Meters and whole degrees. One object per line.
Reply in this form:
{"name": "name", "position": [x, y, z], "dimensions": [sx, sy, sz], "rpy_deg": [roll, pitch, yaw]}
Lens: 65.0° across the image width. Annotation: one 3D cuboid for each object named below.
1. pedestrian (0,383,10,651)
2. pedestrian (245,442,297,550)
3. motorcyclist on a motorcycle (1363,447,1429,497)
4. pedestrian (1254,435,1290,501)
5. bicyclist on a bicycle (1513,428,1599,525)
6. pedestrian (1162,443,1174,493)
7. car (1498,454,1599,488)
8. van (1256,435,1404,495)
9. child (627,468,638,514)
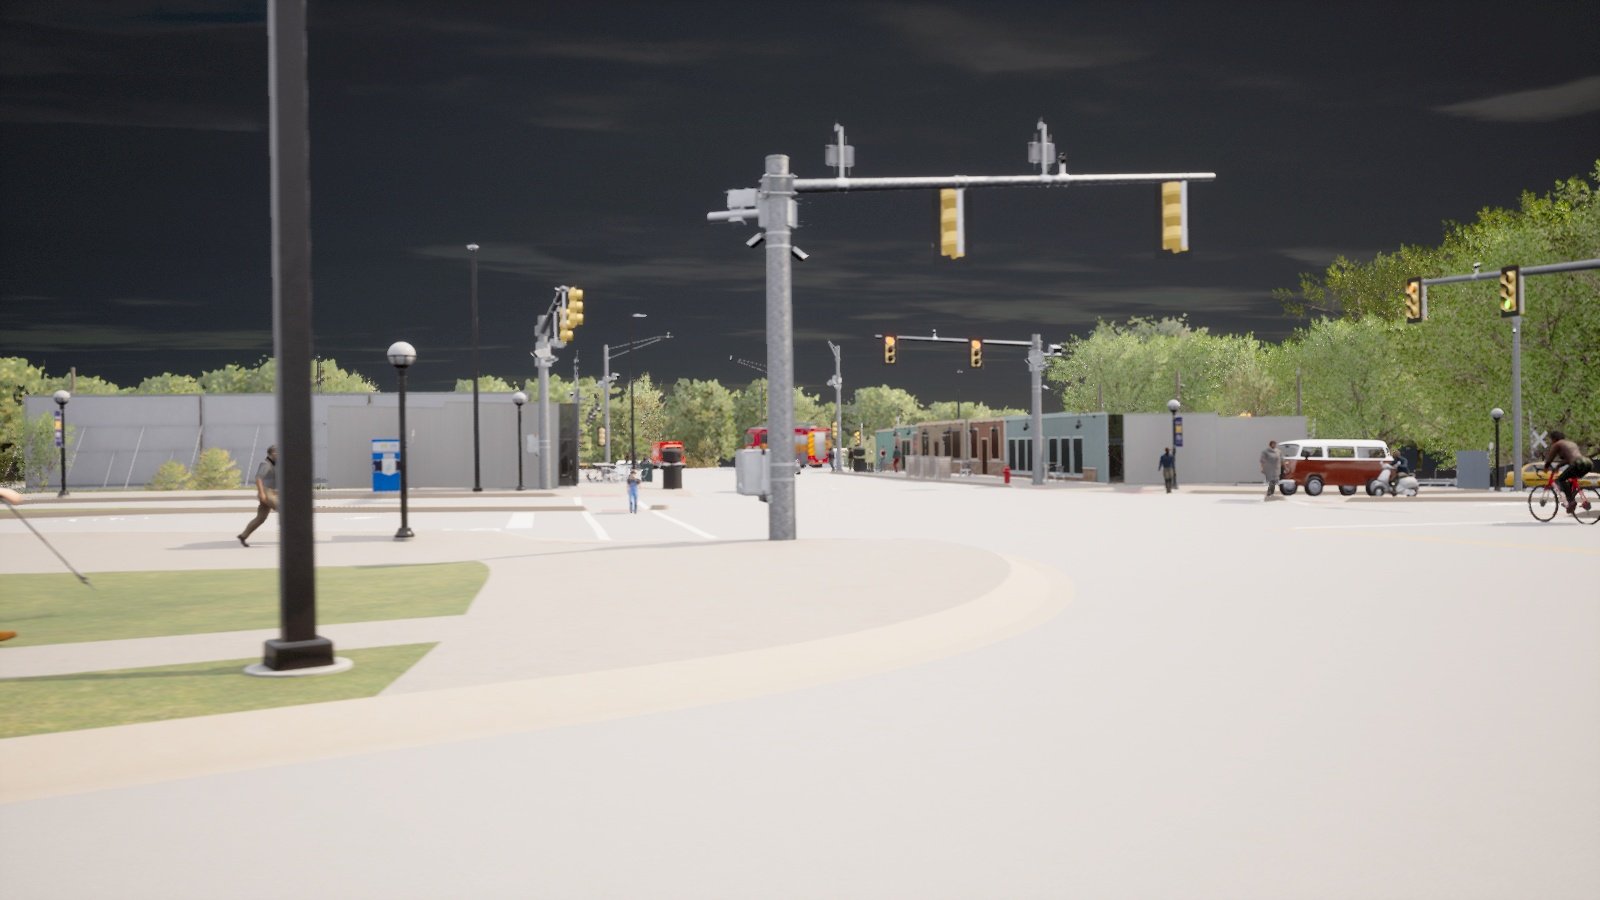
{"name": "pedestrian", "position": [-5.791, 0.467, 8.591], "dimensions": [0.594, 1.836, 0.345], "rpy_deg": [-1, 1, -36]}
{"name": "pedestrian", "position": [-9.303, 0.798, 22.099], "dimensions": [0.694, 1.848, 0.540], "rpy_deg": [-1, 1, -11]}
{"name": "motorcyclist on a motorcycle", "position": [19.471, 0.724, 41.047], "dimensions": [1.817, 1.590, 0.866], "rpy_deg": [1, -1, -16]}
{"name": "pedestrian", "position": [14.338, 0.541, 38.158], "dimensions": [0.659, 1.952, 0.873], "rpy_deg": [-1, 1, -9]}
{"name": "bicyclist on a bicycle", "position": [13.329, 0.433, 21.910], "dimensions": [0.582, 1.620, 1.656], "rpy_deg": [-1, 1, -11]}
{"name": "pedestrian", "position": [13.936, 0.677, 47.606], "dimensions": [0.370, 1.835, 0.726], "rpy_deg": [-1, 1, 13]}
{"name": "car", "position": [37.249, 1.073, 62.225], "dimensions": [1.801, 1.575, 5.366], "rpy_deg": [-2, -1, -7]}
{"name": "van", "position": [18.890, 0.557, 44.845], "dimensions": [4.480, 2.038, 2.069], "rpy_deg": [1, -2, -13]}
{"name": "child", "position": [-4.712, 1.149, 35.273], "dimensions": [0.270, 1.263, 0.437], "rpy_deg": [-1, 1, -9]}
